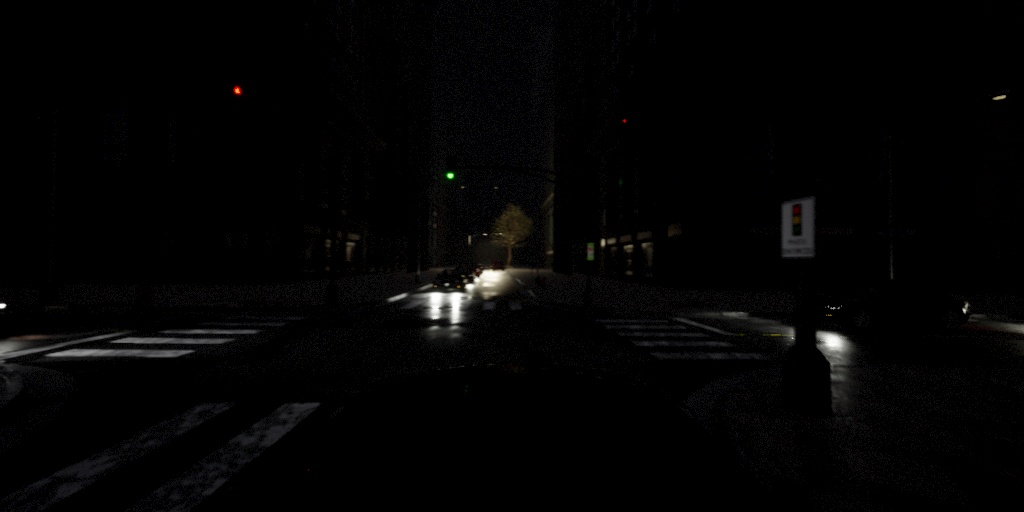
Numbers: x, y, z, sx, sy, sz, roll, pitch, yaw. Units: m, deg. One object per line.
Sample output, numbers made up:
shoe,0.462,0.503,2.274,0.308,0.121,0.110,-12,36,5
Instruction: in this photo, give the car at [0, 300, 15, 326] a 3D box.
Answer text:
car,-14.207,1.222,7.699,4.718,1.301,1.895,1,-1,-3

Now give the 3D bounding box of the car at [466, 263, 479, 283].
car,-4.400,1.618,32.931,1.882,1.535,5.008,1,-1,-2

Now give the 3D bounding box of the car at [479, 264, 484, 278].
car,-4.770,1.633,42.570,2.097,1.767,4.553,1,-1,-2

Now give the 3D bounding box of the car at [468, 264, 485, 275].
car,-5.138,1.925,52.822,2.128,1.511,4.902,1,-1,-2

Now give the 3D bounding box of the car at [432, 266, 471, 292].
car,-4.041,1.578,23.868,1.994,1.385,4.181,1,-1,-2

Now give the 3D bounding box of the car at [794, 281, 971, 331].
car,12.129,1.581,11.908,4.892,1.490,1.837,1,-1,-2
